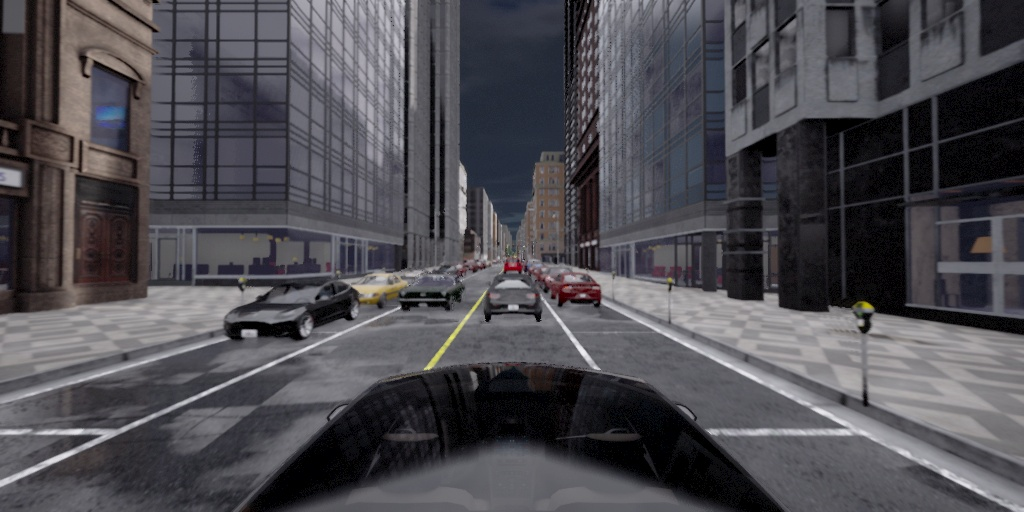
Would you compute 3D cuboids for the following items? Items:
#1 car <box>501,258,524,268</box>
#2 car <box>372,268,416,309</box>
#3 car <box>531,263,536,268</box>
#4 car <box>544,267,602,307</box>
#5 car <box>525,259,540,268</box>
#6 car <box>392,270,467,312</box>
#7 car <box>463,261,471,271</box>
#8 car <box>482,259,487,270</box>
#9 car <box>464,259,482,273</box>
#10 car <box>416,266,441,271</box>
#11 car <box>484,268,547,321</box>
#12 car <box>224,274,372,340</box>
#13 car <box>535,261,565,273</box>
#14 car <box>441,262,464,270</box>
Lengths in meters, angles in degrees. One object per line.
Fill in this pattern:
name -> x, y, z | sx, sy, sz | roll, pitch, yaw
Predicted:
car -> 0.104, 1.221, 44.627 | 2.150, 2.045, 5.566 | 0, 0, 0
car -> -5.855, 1.356, 15.621 | 1.751, 1.417, 4.829 | 0, 0, 0
car -> 2.672, 1.441, 27.033 | 1.888, 1.381, 4.507 | 0, 0, 0
car -> 2.671, 1.376, 15.784 | 1.888, 1.381, 4.507 | 0, 0, 0
car -> 2.673, 1.401, 38.281 | 1.967, 1.591, 4.097 | 0, 0, 0
car -> -3.096, 1.425, 14.719 | 1.895, 1.301, 4.718 | 0, 0, 0
car -> -5.853, 1.507, 38.289 | 1.888, 1.381, 4.507 | 0, 0, 0
car -> -5.851, 1.644, 60.786 | 1.888, 1.381, 4.507 | 0, 0, 0
car -> -5.852, 1.344, 49.537 | 2.192, 1.841, 5.009 | 0, 0, 0
car -> -5.855, 1.414, 21.416 | 2.007, 1.370, 4.403 | 0, 0, 0
car -> 0.027, 1.338, 12.719 | 1.812, 1.442, 4.674 | 0, 0, 0
car -> -5.856, 1.364, 10.166 | 1.948, 1.339, 4.313 | 0, 0, 0
car -> 2.671, 1.303, 21.408 | 1.967, 1.591, 4.097 | 0, 0, 0
car -> -5.854, 1.494, 32.664 | 1.948, 1.339, 4.313 | 0, 0, 0
